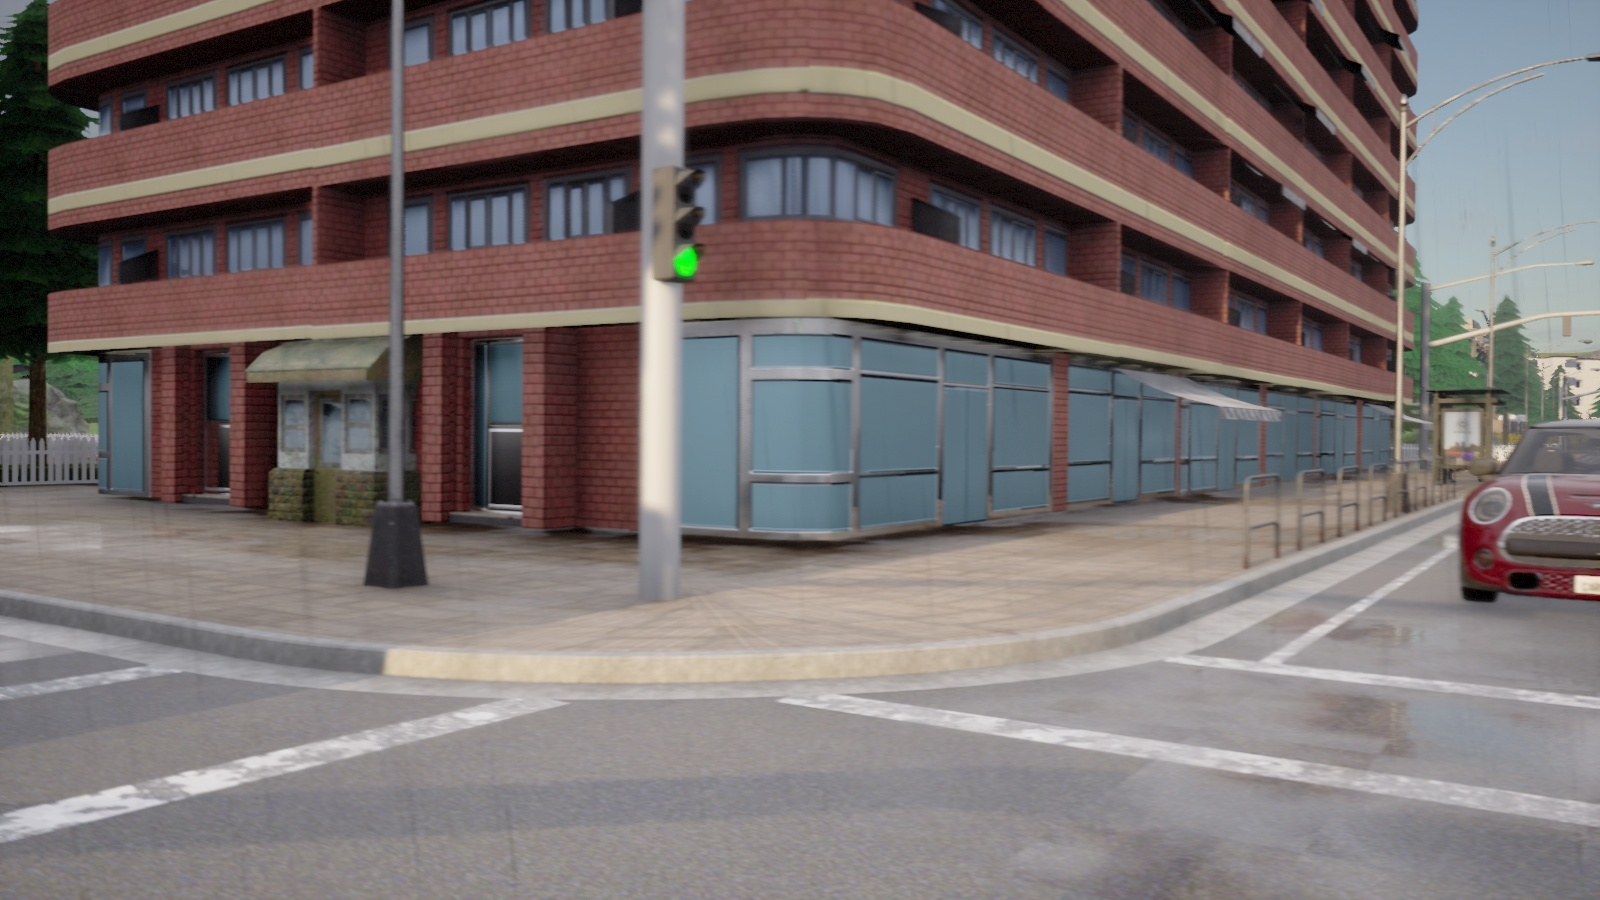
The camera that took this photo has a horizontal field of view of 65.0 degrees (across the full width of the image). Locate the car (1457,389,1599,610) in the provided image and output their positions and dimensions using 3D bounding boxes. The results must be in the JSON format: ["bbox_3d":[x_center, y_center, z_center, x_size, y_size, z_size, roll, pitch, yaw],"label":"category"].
[{"bbox_3d":[7.677,0.357,11.931,2.097,1.767,4.553,0,1,33],"label":"car"}]
